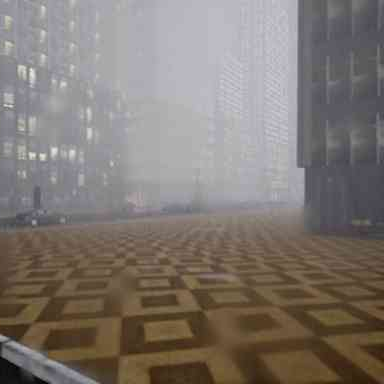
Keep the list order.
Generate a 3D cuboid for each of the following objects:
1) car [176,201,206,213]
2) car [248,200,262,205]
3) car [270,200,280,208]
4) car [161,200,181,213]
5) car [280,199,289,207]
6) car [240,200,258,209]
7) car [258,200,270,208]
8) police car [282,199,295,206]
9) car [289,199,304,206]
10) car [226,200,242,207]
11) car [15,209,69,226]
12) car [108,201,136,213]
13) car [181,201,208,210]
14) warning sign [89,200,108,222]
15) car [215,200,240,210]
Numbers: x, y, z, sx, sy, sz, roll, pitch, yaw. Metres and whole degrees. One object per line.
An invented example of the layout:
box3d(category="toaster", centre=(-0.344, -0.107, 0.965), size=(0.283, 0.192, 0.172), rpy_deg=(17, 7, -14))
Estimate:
box3d(category="car", centre=(0.202, 2.311, 46.708), size=(1.947, 1.339, 4.313), rpy_deg=(0, -1, 35))
box3d(category="car", centre=(15.867, 2.640, 83.920), size=(1.947, 1.339, 4.313), rpy_deg=(0, -1, 35))
box3d(category="car", centre=(16.307, 2.463, 69.873), size=(1.967, 1.590, 4.097), rpy_deg=(0, -1, 35))
box3d(category="car", centre=(-2.302, 2.286, 47.795), size=(1.994, 1.385, 4.181), rpy_deg=(0, 0, 35))
box3d(category="car", centre=(19.528, 2.644, 74.505), size=(1.947, 1.339, 4.313), rpy_deg=(0, -1, 35))
box3d(category="car", centre=(9.865, 2.478, 60.606), size=(1.947, 1.339, 4.313), rpy_deg=(0, -1, 35))
box3d(category="car", centre=(13.086, 2.549, 65.239), size=(1.802, 1.307, 4.206), rpy_deg=(0, -1, 35))
box3d(category="police car", centre=(25.025, 2.611, 86.047), size=(1.930, 1.638, 5.238), rpy_deg=(0, 0, 30))
box3d(category="car", centre=(25.970, 2.754, 83.771), size=(1.947, 1.339, 4.313), rpy_deg=(0, -1, 35))
box3d(category="car", centre=(9.427, 2.545, 74.657), size=(1.802, 1.307, 4.206), rpy_deg=(0, -1, 35))
box3d(category="car", centre=(-12.575, 2.071, 28.105), size=(2.008, 1.369, 4.403), rpy_deg=(0, -1, 35))
box3d(category="car", centre=(-9.894, 2.070, 46.869), size=(1.967, 1.590, 4.097), rpy_deg=(0, -1, 35))
box3d(category="car", centre=(0.447, 2.284, 57.020), size=(2.128, 1.511, 4.902), rpy_deg=(0, 0, 35))
box3d(category="warning sign", centre=(-8.450, 1.692, 30.064), size=(1.300, 1.860, 1.060), rpy_deg=(1, 1, 35))
box3d(category="car", centre=(6.007, 2.357, 59.755), size=(2.128, 1.511, 4.902), rpy_deg=(0, 0, 35))
